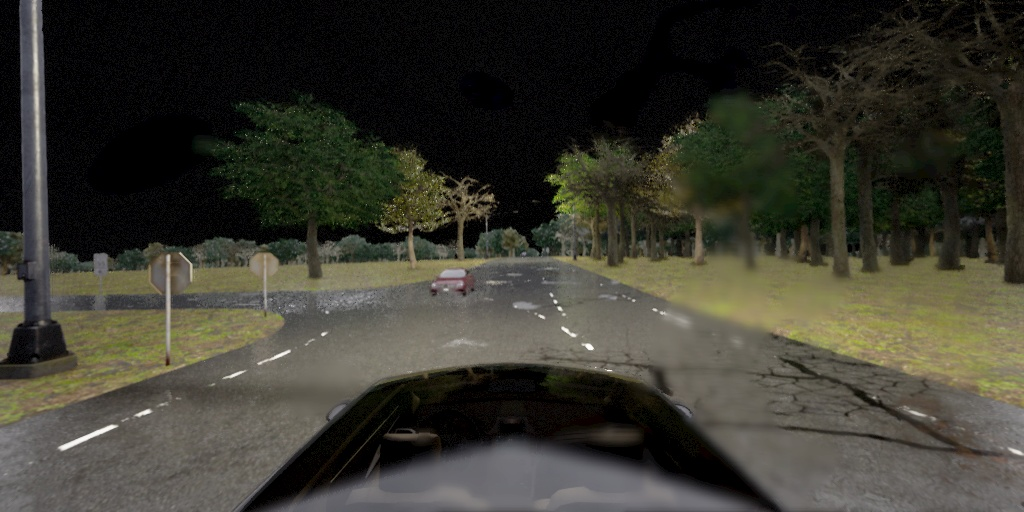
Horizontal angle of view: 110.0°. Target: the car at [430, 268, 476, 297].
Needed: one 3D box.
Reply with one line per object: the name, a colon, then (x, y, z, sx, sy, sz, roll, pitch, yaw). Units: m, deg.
car: (-3.139, 1.394, 19.873, 1.812, 1.442, 4.674, -1, 0, 2)
